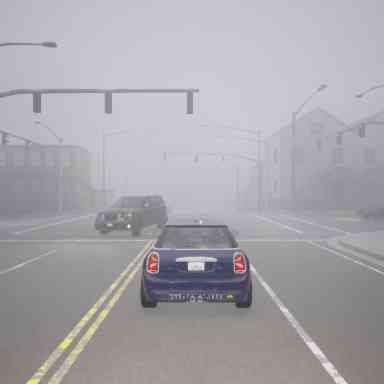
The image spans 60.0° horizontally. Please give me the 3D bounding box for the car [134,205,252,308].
[{"bbox_3d":[0.091,1.352,8.092,2.097,1.767,4.553,0,0,0],"label":"car"}]

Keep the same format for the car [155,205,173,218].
[{"bbox_3d":[-3.564,2.570,42.575,1.895,1.301,4.718,0,-8,0],"label":"car"}]

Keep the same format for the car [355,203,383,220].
[{"bbox_3d":[16.624,1.547,27.680,5.357,1.411,2.033,0,0,-1],"label":"car"}]

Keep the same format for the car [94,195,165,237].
[{"bbox_3d":[-3.182,1.208,18.611,2.150,2.045,5.566,-1,0,17],"label":"car"}]
